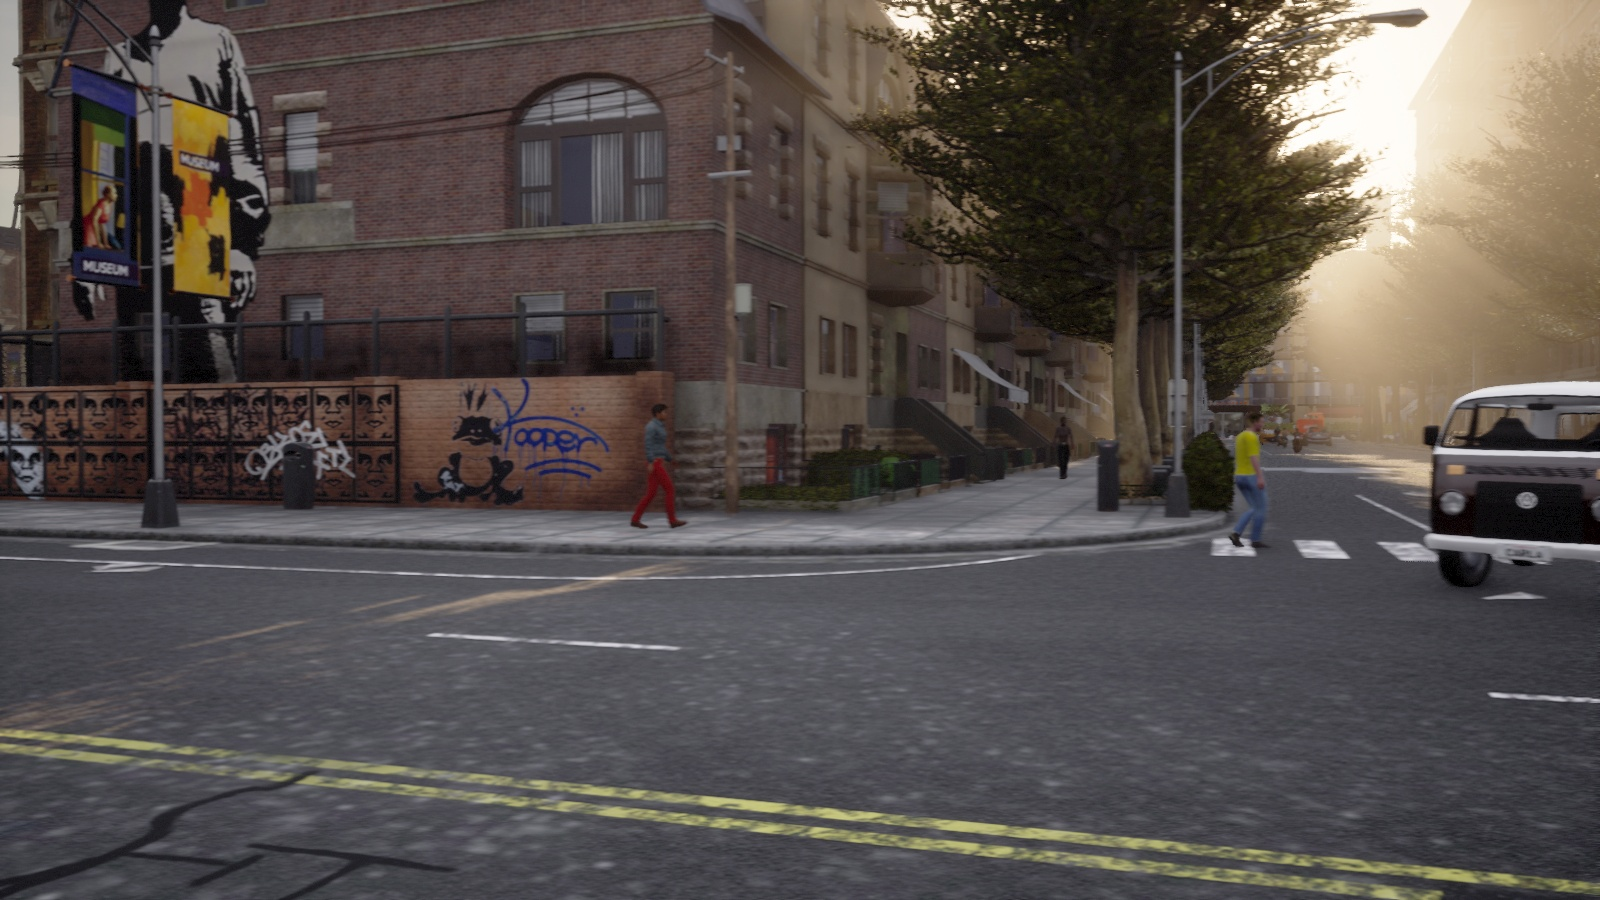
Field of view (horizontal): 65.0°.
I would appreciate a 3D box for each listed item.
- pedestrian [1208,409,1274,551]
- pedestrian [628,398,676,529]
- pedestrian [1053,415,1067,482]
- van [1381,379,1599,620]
[{"bbox_3d":[5.767,0.392,16.434,0.706,1.836,0.354,0,1,-5],"label":"pedestrian"},{"bbox_3d":[-2.102,0.189,17.893,0.614,1.847,0.353,0,1,5],"label":"pedestrian"},{"bbox_3d":[7.224,-0.048,34.888,0.331,1.846,0.634,0,1,13],"label":"pedestrian"},{"bbox_3d":[7.741,0.375,12.731,2.069,2.038,4.480,2,2,42],"label":"van"}]
